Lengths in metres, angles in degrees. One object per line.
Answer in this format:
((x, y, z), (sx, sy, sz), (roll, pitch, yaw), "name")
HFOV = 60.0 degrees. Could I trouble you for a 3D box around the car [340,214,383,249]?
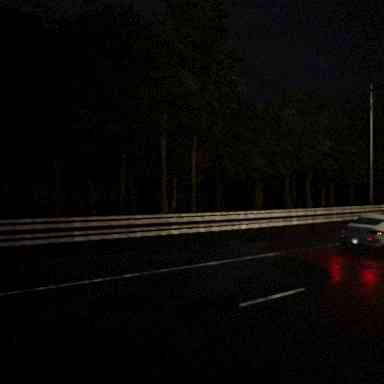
((8.043, 1.635, 13.897), (4.674, 1.442, 1.812), (0, 0, -35), "car")
